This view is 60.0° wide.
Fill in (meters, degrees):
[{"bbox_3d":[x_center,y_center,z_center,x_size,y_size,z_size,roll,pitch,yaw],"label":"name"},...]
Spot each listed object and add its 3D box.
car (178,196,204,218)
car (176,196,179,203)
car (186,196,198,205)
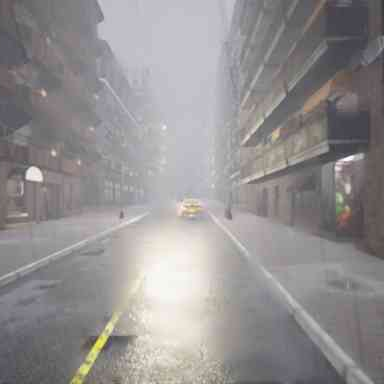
[{"bbox_3d":[-0.005,1.383,29.457,1.882,1.535,5.008,0,0,0],"label":"car"},{"bbox_3d":[-2.765,1.671,76.719,1.812,1.442,4.674,0,0,0],"label":"car"},{"bbox_3d":[-0.012,1.553,59.542,2.128,1.511,4.902,0,0,0],"label":"car"}]
